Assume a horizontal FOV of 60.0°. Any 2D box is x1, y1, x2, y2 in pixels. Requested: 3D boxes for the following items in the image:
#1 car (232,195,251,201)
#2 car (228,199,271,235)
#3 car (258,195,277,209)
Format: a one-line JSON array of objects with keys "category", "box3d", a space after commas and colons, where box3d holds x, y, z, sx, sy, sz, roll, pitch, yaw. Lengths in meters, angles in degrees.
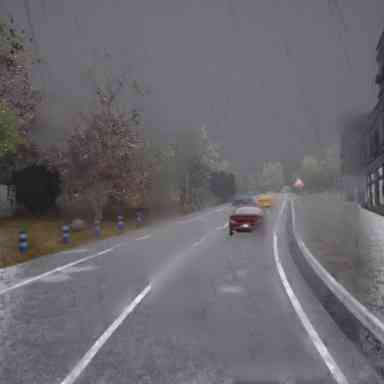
[{"category": "car", "box3d": [6.212, 1.118, 41.446, 1.895, 1.301, 4.718, -1, 1, 17]}, {"category": "car", "box3d": [3.233, 1.451, 18.671, 1.882, 1.535, 5.008, -1, 1, 14]}, {"category": "car", "box3d": [8.277, 1.032, 36.421, 1.882, 1.535, 5.008, -1, 1, 16]}]
